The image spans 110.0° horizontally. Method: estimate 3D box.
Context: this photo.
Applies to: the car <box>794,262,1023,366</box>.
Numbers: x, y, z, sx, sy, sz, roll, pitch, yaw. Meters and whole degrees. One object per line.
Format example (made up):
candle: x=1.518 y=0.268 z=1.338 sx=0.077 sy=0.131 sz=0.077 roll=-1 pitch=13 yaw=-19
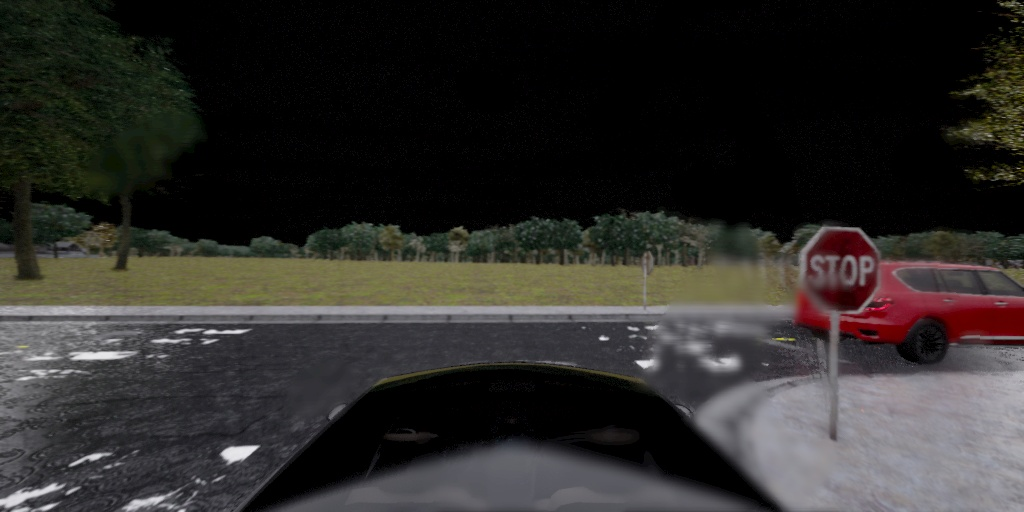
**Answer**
car: x=9.551 y=1.167 z=8.172 sx=5.566 sy=2.045 sz=2.150 roll=1 pitch=-1 yaw=-6
